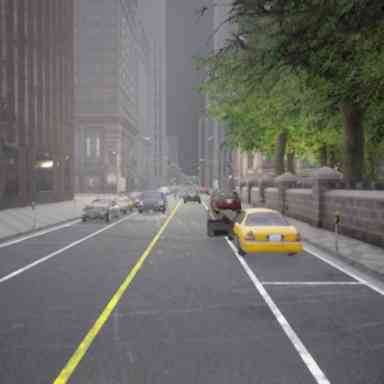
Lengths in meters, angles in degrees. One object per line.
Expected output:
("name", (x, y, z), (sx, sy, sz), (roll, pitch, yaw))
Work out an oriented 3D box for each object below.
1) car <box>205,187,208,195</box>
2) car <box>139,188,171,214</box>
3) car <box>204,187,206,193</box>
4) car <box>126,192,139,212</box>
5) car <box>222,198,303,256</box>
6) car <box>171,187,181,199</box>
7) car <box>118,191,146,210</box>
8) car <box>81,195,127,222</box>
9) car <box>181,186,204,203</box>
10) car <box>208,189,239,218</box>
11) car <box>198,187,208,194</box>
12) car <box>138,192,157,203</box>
("car", (2.735, 0.642, 32.539), (2.192, 1.841, 5.009), (0, 1, 0))
("car", (-3.121, 0.789, 27.421), (2.097, 1.767, 4.553), (0, 1, 0))
("car", (2.695, -0.273, 75.673), (2.192, 1.841, 5.009), (0, 1, 0))
("car", (-5.786, 0.976, 26.832), (1.752, 1.417, 4.829), (0, 1, 0))
("car", (2.338, 1.213, 11.910), (1.801, 1.575, 5.366), (0, 1, 0))
("car", (-1.141, 0.383, 53.130), (2.128, 1.511, 4.902), (1, 1, 26))
("car", (-5.791, 0.770, 32.523), (1.967, 1.590, 4.097), (0, 1, 0))
("car", (-5.782, 1.113, 21.479), (2.008, 1.369, 4.403), (0, 1, 0))
("car", (0.038, 0.479, 41.951), (2.097, 1.767, 4.553), (0, 2, 0))
("car", (2.740, 0.760, 27.016), (2.192, 1.841, 5.009), (0, 1, 0))
("car", (2.690, -0.384, 81.113), (2.192, 1.841, 5.009), (0, 1, 0))
("car", (-5.801, 0.656, 43.571), (1.947, 1.339, 4.313), (0, 1, 0))
